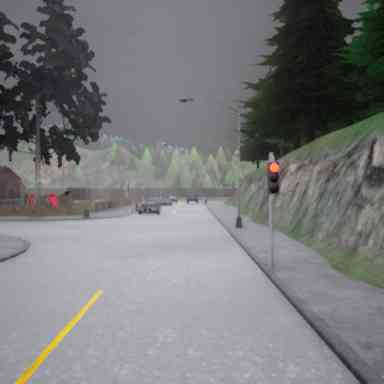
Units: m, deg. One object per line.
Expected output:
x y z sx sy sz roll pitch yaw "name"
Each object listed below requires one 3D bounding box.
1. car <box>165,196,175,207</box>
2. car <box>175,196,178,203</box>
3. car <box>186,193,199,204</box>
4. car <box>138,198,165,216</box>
-4.022 1.525 49.294 1.994 1.385 4.181 0 0 0 "car"
-3.913 1.467 67.528 1.882 1.535 5.008 0 0 0 "car"
0.081 1.172 62.779 2.150 2.045 5.566 0 0 0 "car"
-4.062 1.538 32.539 1.994 1.385 4.181 0 0 0 "car"
